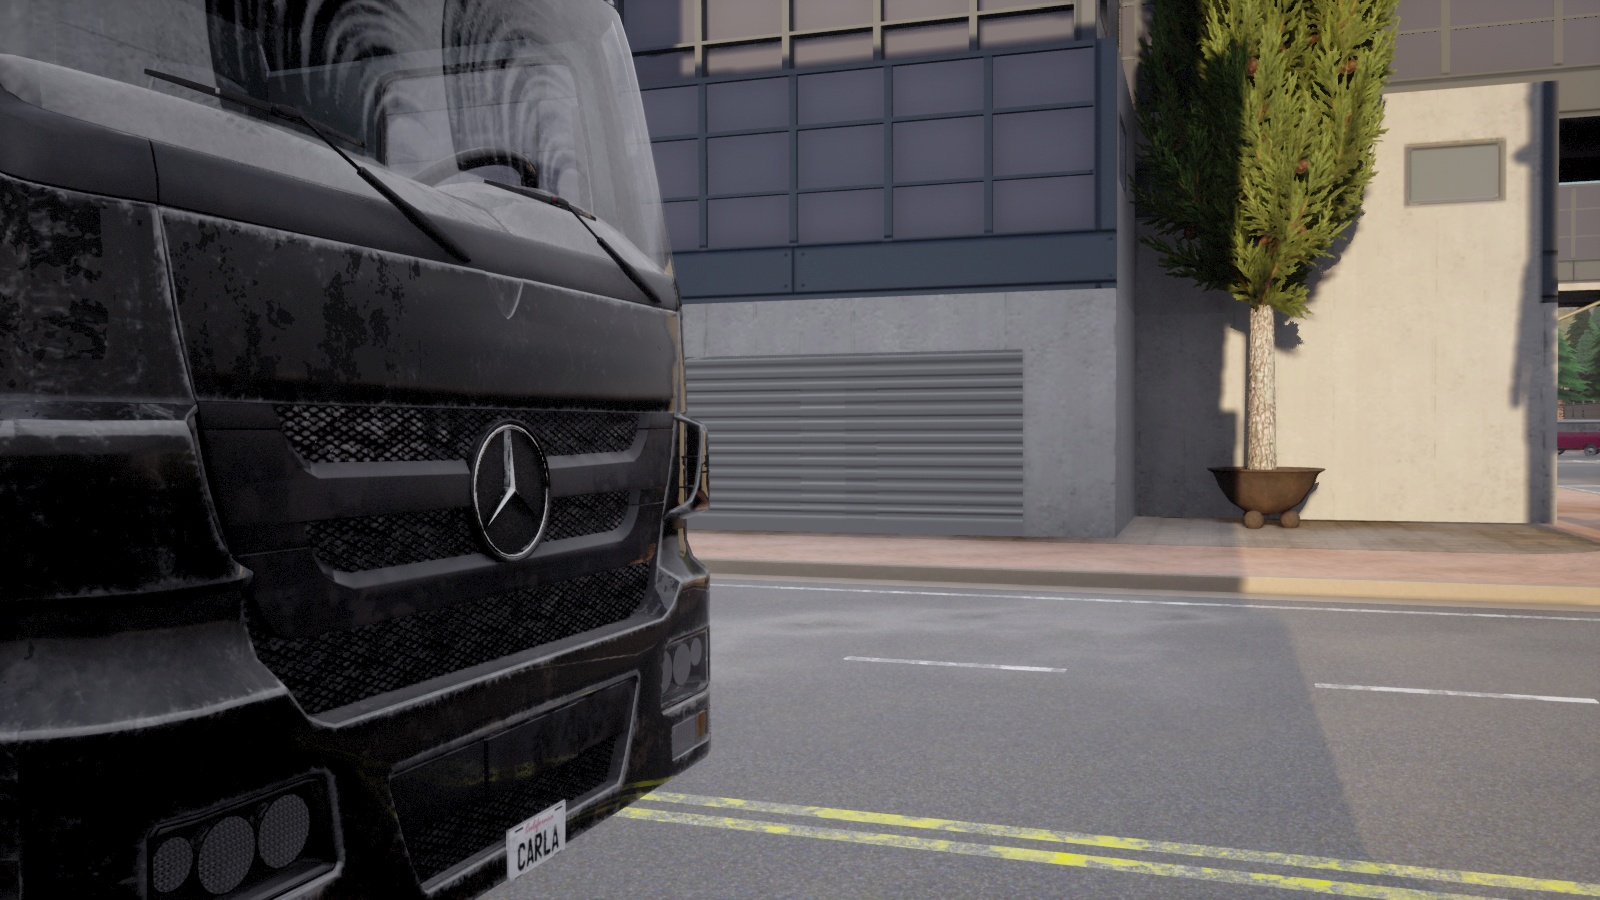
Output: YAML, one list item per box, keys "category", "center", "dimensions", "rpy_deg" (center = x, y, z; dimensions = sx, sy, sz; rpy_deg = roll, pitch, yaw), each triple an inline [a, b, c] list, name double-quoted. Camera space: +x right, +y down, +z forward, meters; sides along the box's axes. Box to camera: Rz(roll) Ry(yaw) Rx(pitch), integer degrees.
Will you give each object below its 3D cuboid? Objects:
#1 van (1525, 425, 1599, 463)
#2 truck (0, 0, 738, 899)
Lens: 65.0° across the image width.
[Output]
- category: "van"
  center: [42.131, -0.355, 68.193]
  dimensions: [1.775, 1.987, 4.442]
  rpy_deg: [-1, 1, -29]
- category: "truck"
  center: [-4.464, -0.248, 4.736]
  dimensions: [7.936, 3.462, 2.891]
  rpy_deg: [1, 1, 20]
